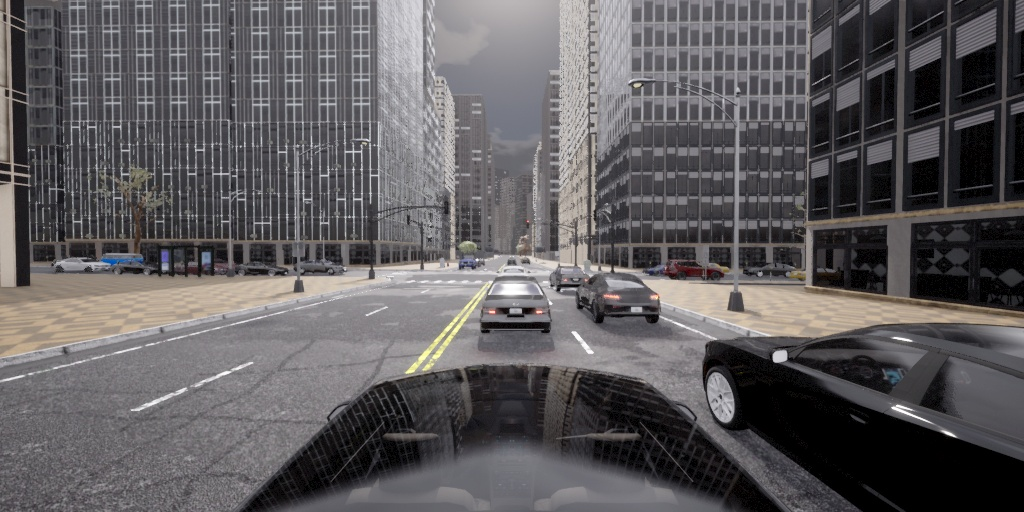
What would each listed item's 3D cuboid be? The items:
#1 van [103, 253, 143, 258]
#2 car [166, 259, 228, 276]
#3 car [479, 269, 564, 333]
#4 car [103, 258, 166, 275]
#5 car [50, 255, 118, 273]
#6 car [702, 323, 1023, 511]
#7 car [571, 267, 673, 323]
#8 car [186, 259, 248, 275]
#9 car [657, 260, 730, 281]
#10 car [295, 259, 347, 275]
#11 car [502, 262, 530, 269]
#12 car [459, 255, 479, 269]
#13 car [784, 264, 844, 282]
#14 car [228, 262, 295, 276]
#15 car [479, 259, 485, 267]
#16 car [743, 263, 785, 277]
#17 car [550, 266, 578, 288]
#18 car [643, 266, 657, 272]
[{"bbox_3d":[-45.313,0.603,41.613,3.998,1.789,1.690,0,0,1],"label":"van"},{"bbox_3d":[-28.435,1.136,32.791,4.207,1.307,1.802,0,0,1],"label":"car"},{"bbox_3d":[0.096,1.293,10.652,2.033,1.411,5.357,0,0,0],"label":"car"},{"bbox_3d":[-34.116,1.067,32.960,4.313,1.339,1.948,0,0,1],"label":"car"},{"bbox_3d":[-42.734,0.905,35.781,4.674,1.442,1.812,0,1,1],"label":"car"},{"bbox_3d":[3.344,1.227,2.575,1.882,1.535,5.008,0,0,0],"label":"car"},{"bbox_3d":[3.345,1.271,11.922,1.812,1.442,4.674,0,0,0],"label":"car"},{"bbox_3d":[-29.168,1.029,35.495,4.674,1.442,1.812,0,1,1],"label":"car"},{"bbox_3d":[16.174,1.267,32.159,5.009,1.841,2.192,0,0,1],"label":"car"},{"bbox_3d":[-18.821,1.089,35.290,4.902,1.511,2.128,1,1,1],"label":"car"},{"bbox_3d":[0.089,1.265,20.243,1.812,1.442,4.674,0,0,0],"label":"car"},{"bbox_3d":[-6.631,0.932,53.883,2.150,2.045,5.566,0,0,0],"label":"car"},{"bbox_3d":[27.623,1.577,31.970,4.829,1.417,1.751,0,0,1],"label":"car"},{"bbox_3d":[-22.751,1.172,32.661,4.313,1.339,1.948,0,0,1],"label":"car"},{"bbox_3d":[-6.604,1.190,63.801,2.128,1.511,4.902,0,0,0],"label":"car"},{"bbox_3d":[27.017,1.458,37.757,4.892,1.490,1.837,1,1,1],"label":"car"},{"bbox_3d":[3.340,1.286,21.333,2.033,1.411,5.357,0,0,0],"label":"car"},{"bbox_3d":[16.701,1.410,37.929,5.357,1.411,2.033,0,1,1],"label":"car"}]
